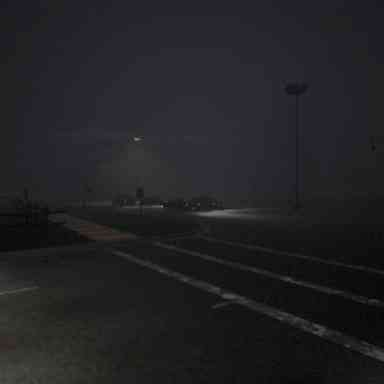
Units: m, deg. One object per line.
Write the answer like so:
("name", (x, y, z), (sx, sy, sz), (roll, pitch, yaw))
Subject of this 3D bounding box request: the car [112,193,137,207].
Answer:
("car", (-9.420, 1.065, 46.448), (2.097, 1.767, 4.553), (-1, 1, -35))

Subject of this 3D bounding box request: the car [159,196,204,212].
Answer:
("car", (-1.149, 1.317, 34.669), (1.895, 1.301, 4.718), (-1, 1, -35))

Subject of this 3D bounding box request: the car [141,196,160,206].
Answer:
("car", (-5.504, 1.226, 46.951), (1.994, 1.385, 4.181), (-1, 1, -35))

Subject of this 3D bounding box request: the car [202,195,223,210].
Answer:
("car", (1.477, 1.169, 37.016), (1.837, 1.490, 4.892), (-1, 1, -35))
